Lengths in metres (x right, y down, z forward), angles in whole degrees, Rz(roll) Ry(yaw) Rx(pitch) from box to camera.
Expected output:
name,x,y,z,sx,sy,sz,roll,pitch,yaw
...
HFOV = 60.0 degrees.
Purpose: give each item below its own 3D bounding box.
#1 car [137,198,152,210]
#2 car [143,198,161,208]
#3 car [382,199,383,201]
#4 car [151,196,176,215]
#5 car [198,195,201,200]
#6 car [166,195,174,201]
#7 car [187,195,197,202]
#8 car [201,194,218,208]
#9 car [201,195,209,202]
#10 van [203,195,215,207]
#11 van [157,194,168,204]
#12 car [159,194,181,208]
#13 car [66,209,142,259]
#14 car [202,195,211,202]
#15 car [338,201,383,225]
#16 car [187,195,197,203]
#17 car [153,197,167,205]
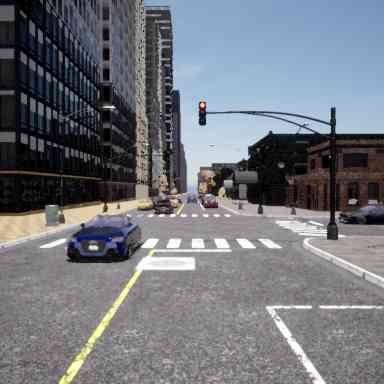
name,x,y,z,sx,sy,sz,roll,pitch,yaw
car,-5.830,1.515,41.756,1.752,1.417,4.829,-1,0,0
car,-5.658,1.555,47.569,1.947,1.339,4.313,-1,0,0
car,16.532,1.415,27.221,5.009,1.841,2.192,1,0,1
car,-2.872,1.496,34.259,1.837,1.490,4.892,0,0,-4
car,2.688,1.302,58.801,2.192,1.841,5.009,-1,0,0
car,-5.649,1.509,86.909,1.752,1.417,4.829,-1,0,0
car,0.018,1.430,78.857,2.128,1.511,4.902,0,0,0
car,2.687,1.429,47.513,1.967,1.590,4.097,-1,0,0
car,3.164,1.488,80.422,1.837,1.490,4.892,0,0,0
van,2.687,1.329,53.157,1.690,1.788,3.998,-1,0,0
van,-5.657,1.327,64.502,1.690,1.788,3.998,-1,0,0
car,-3.086,1.341,47.203,2.097,1.767,4.553,0,0,0
car,-3.099,1.560,12.447,1.994,1.385,4.181,0,0,0
car,3.163,1.488,73.421,1.837,1.490,4.892,0,0,0
car,13.851,1.662,24.690,5.357,1.411,2.033,1,1,2
car,0.016,1.339,70.043,2.097,1.767,4.553,0,0,0
car,-5.655,1.553,58.859,1.947,1.339,4.313,-1,0,0
